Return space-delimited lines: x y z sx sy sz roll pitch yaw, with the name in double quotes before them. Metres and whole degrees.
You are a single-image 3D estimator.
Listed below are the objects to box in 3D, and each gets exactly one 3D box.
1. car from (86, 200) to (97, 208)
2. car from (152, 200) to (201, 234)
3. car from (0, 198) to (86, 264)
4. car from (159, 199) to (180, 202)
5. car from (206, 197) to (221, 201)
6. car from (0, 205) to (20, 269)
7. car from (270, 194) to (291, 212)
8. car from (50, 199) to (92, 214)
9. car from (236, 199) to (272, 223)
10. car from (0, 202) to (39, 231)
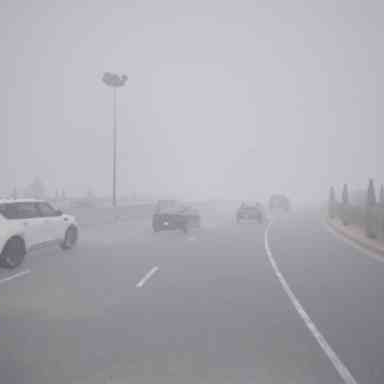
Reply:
"car" -11.493 1.533 33.210 1.837 1.490 4.892 0 0 20
"car" -0.777 1.490 19.631 1.882 1.535 5.008 0 0 13
"car" -5.956 1.210 11.303 2.150 2.045 5.566 0 0 8
"car" -1.626 1.385 28.952 2.097 1.767 4.553 0 0 19
"car" 3.974 1.716 60.688 2.128 1.511 4.902 0 0 24
"car" -3.290 1.211 1.316 2.150 2.045 5.566 0 0 2
"car" 10.888 1.323 41.210 2.150 2.045 5.566 0 0 23
"car" -13.580 1.568 37.632 1.812 1.442 4.674 0 0 21
"car" 4.662 1.525 25.793 2.128 1.511 4.902 0 0 18
"car" -11.662 1.468 19.917 1.882 1.535 5.008 0 0 13
